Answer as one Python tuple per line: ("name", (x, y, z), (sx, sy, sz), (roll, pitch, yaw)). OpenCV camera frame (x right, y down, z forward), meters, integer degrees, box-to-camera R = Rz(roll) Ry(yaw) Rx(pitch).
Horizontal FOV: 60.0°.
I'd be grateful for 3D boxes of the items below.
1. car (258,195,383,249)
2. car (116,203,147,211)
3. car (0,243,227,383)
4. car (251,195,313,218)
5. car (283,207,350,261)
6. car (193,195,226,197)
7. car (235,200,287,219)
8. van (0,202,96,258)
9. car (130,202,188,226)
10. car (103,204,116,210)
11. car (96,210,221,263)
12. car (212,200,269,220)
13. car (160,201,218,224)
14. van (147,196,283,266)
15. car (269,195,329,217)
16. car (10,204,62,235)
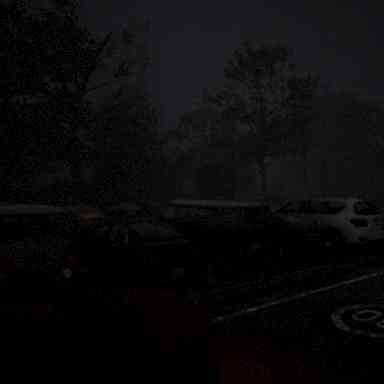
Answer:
("car", (5.118, 1.246, 14.156), (2.435, 2.045, 5.566), (0, 0, -36))
("car", (-4.858, 1.491, 23.055), (2.097, 1.535, 5.008), (0, 0, -36))
("car", (-2.080, 1.477, 2.201), (5.008, 1.535, 1.882), (0, 0, -36))
("car", (8.734, 1.301, 32.774), (2.435, 2.045, 5.566), (0, 0, -36))
("car", (2.859, 1.490, 12.494), (2.097, 1.535, 5.008), (0, 0, -36))
("car", (1.944, 1.263, 27.905), (2.435, 2.045, 5.566), (0, 0, -36))
("car", (6.355, 1.577, 31.100), (2.002, 1.452, 4.674), (0, 0, -36))
("van", (-3.912, 1.243, 7.505), (1.878, 1.987, 4.442), (0, 0, -36))
("car", (-2.581, 1.528, 24.659), (2.163, 1.488, 4.792), (0, 0, -36))
("car", (-7.017, 1.481, 21.285), (1.946, 1.575, 5.366), (0, 0, -36))
("car", (-1.697, 1.477, 9.227), (2.231, 1.521, 4.892), (0, 0, -36))
("car", (4.194, 1.526, 29.548), (2.097, 1.535, 5.008), (0, 0, -36))
("car", (-0.351, 1.535, 26.329), (2.163, 1.488, 4.792), (0, 0, -36))
("van", (0.510, 1.257, 10.959), (1.878, 1.987, 4.442), (0, 0, -36))
("car", (10.897, 1.316, 34.326), (2.435, 2.045, 5.566), (0, 0, -36))
("car", (-9.388, 1.516, 19.812), (2.002, 1.452, 4.674), (0, 0, -36))
